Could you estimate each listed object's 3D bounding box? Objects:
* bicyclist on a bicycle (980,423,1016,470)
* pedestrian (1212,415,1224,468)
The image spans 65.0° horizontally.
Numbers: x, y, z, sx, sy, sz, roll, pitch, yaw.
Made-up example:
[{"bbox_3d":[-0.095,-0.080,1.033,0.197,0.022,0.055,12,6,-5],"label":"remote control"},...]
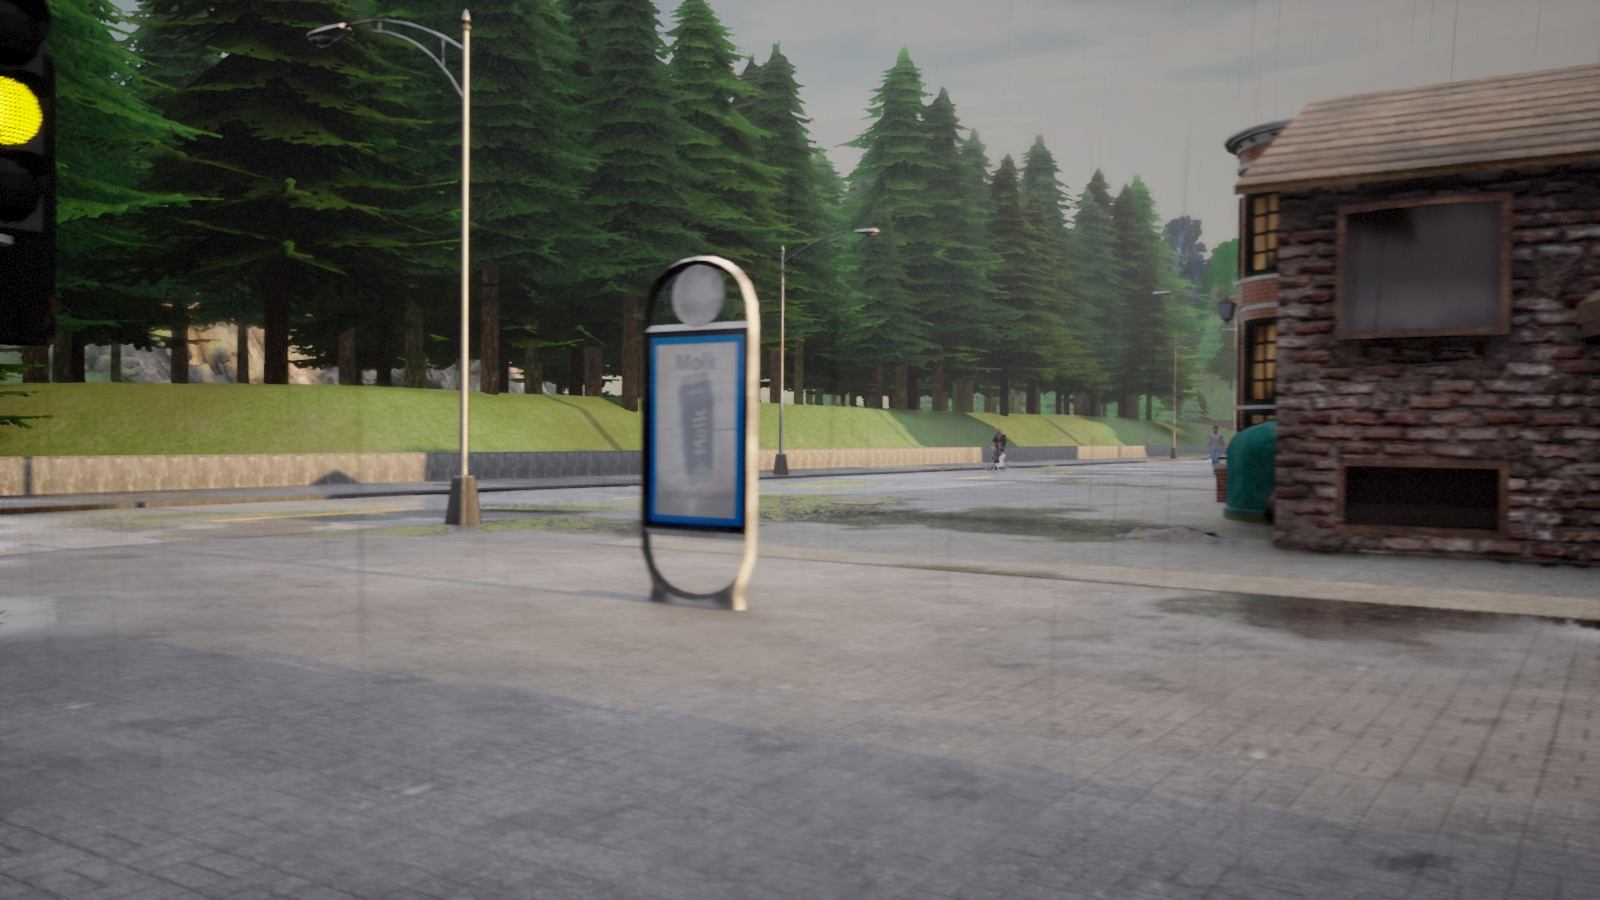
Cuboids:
[{"bbox_3d":[7.662,-0.130,48.538,0.659,1.776,1.843,0,1,34],"label":"bicyclist on a bicycle"},{"bbox_3d":[14.782,-0.298,44.367,0.354,1.836,0.706,0,1,22],"label":"pedestrian"}]
